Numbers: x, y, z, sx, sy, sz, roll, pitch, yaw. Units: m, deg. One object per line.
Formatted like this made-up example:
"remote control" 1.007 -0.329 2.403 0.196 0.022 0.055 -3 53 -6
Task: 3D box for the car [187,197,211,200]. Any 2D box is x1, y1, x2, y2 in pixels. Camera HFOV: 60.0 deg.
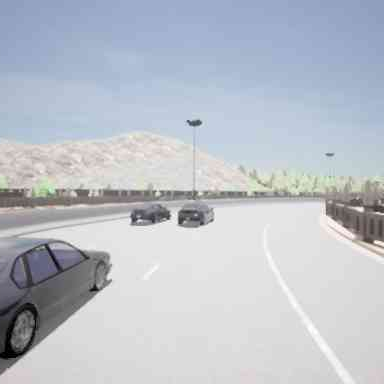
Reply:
"car" 1.656 1.576 52.692 1.837 1.490 4.892 0 0 33

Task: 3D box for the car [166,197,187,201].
"car" -1.574 1.561 54.137 1.837 1.490 4.892 0 0 32

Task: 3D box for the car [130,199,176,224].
"car" -3.034 1.541 25.072 1.812 1.442 4.674 0 0 16

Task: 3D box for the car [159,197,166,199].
"car" -4.445 1.536 56.169 2.128 1.511 4.902 0 0 32

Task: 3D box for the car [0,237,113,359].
"car" -3.082 1.539 5.947 2.033 1.411 5.357 0 0 5

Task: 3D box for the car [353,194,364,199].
"car" 34.301 1.468 66.470 5.566 2.045 2.150 0 0 -38

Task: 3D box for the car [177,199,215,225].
"car" 0.384 1.536 24.268 1.837 1.490 4.892 0 0 16
